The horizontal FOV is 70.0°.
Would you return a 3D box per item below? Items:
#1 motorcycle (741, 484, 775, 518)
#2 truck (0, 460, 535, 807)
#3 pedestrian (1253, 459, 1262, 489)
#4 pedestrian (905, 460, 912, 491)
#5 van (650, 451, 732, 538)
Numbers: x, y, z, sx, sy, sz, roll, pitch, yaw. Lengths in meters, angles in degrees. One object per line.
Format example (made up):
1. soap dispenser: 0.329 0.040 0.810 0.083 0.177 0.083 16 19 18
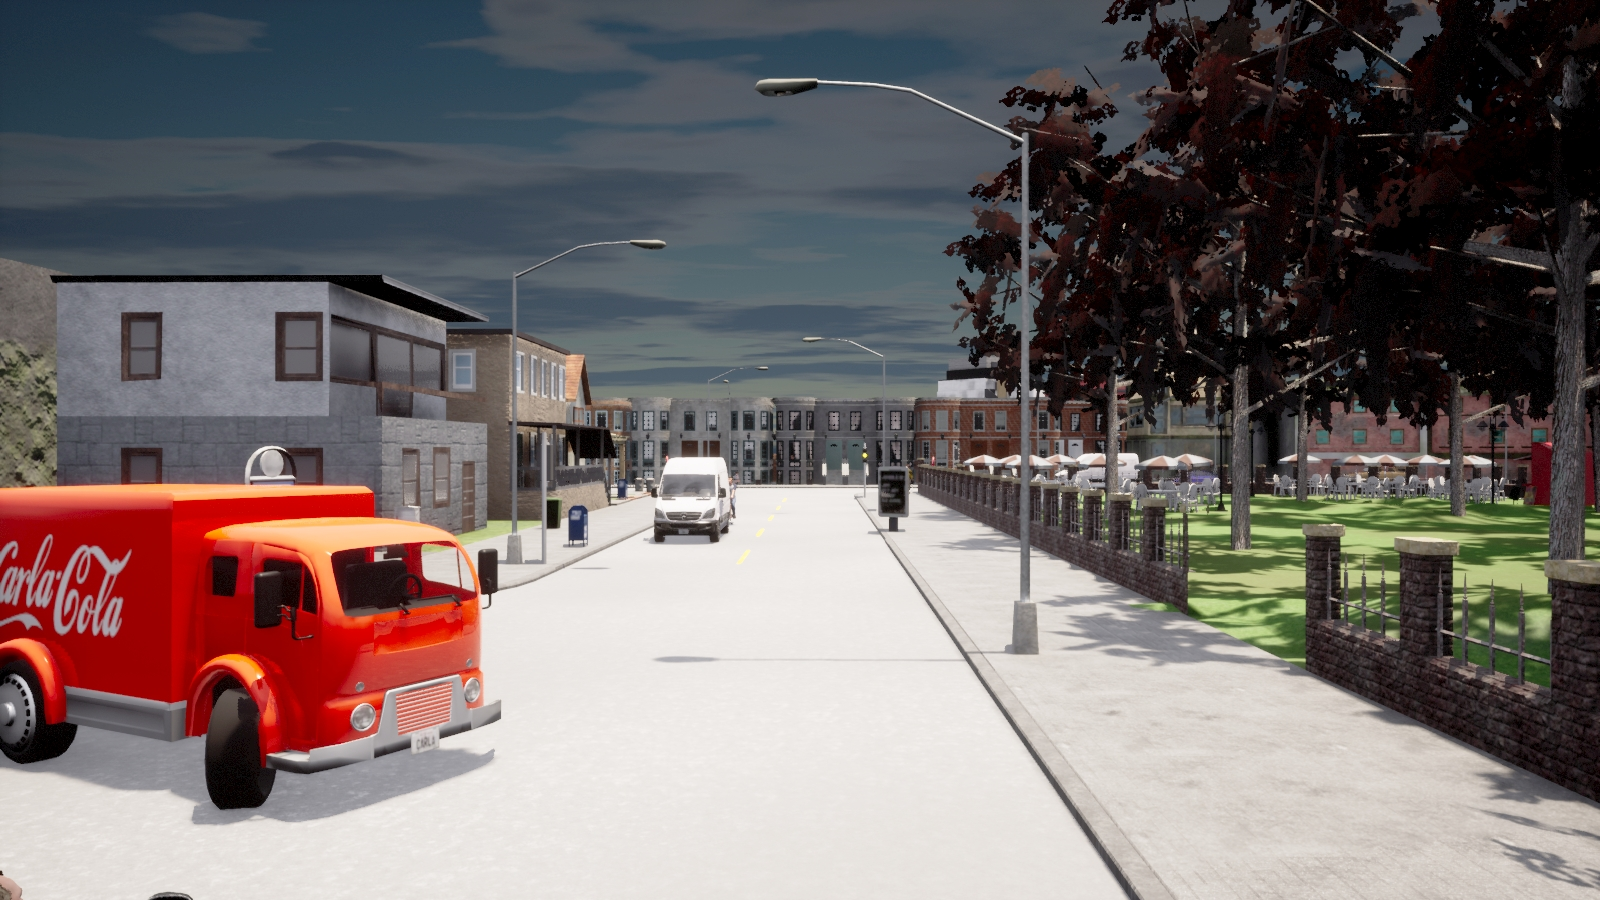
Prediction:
1. motorcycle: -1.677 1.985 45.065 0.867 1.251 2.209 0 0 -15
2. truck: -5.357 1.348 10.676 5.204 2.467 2.627 0 0 29
3. pedestrian: 28.983 1.525 72.385 0.375 1.860 0.375 0 0 0
4. pedestrian: 6.471 1.516 68.274 0.375 1.860 0.375 0 0 3
5. van: -3.393 1.314 36.728 1.988 2.561 5.915 0 0 1
